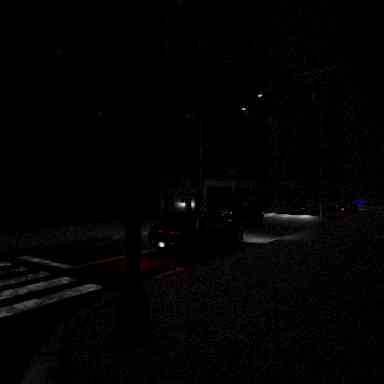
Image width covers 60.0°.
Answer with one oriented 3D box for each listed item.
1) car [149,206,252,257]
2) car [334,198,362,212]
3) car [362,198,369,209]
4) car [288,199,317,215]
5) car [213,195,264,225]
[{"bbox_3d":[0.361,1.510,13.147,1.837,1.490,4.892,0,0,35],"label":"car"},{"bbox_3d":[17.840,1.605,38.352,1.895,1.301,4.718,0,0,35],"label":"car"},{"bbox_3d":[23.589,1.536,46.749,1.812,1.442,4.674,0,0,35],"label":"car"},{"bbox_3d":[11.392,1.496,34.091,1.837,1.490,4.892,0,0,35],"label":"car"},{"bbox_3d":[2.828,1.217,21.728,2.150,2.045,5.566,0,0,35],"label":"car"}]
